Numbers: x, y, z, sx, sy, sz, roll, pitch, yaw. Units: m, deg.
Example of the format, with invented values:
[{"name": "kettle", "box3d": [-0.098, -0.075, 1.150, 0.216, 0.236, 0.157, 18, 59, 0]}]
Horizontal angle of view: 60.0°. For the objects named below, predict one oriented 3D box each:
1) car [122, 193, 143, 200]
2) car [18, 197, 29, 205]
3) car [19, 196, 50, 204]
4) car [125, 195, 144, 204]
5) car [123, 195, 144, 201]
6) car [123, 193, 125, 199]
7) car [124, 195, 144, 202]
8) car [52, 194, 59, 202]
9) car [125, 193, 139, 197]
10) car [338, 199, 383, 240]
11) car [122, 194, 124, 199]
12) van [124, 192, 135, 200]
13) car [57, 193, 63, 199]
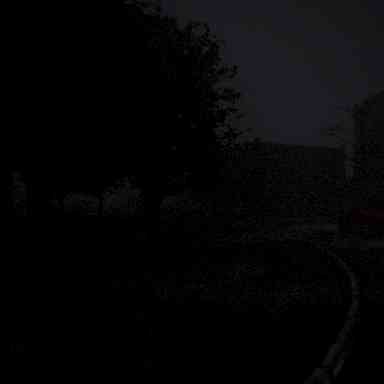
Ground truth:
[{"name": "car", "box3d": [-16.594, 1.301, 92.500, 5.566, 2.045, 2.435, 0, 0, -13]}, {"name": "car", "box3d": [-30.153, 1.471, 62.590, 4.553, 1.767, 2.185, 0, 0, -13]}, {"name": "car", "box3d": [-30.829, 1.588, 65.269, 5.008, 1.535, 2.097, 0, 0, -13]}, {"name": "car", "box3d": [-10.182, 1.751, 65.450, 4.792, 1.488, 2.163, 0, 0, -13]}, {"name": "car", "box3d": [-15.718, 1.572, 89.724, 5.366, 1.575, 1.946, 0, 0, -13]}, {"name": "car", "box3d": [-13.302, 1.536, 78.871, 4.553, 1.767, 2.185, 0, 0, -13]}, {"name": "car", "box3d": [-14.609, 1.619, 84.275, 4.892, 1.521, 2.231, 0, 0, -13]}, {"name": "car", "box3d": [-32.745, 1.546, 73.320, 4.892, 1.521, 2.231, 0, 0, -13]}, {"name": "car", "box3d": [-11.377, 1.585, 70.753, 4.553, 1.767, 2.185, 0, 0, -13]}, {"name": "car", "box3d": [10.339, 1.390, 18.149, 2.150, 2.045, 5.566, 1, 0, -7]}, {"name": "car", "box3d": [-14.008, 1.638, 81.689, 5.008, 1.535, 2.097, 0, 0, -13]}, {"name": "van", "box3d": [-12.191, 1.472, 73.548, 4.442, 1.987, 1.878, 0, 0, -13]}, {"name": "car", "box3d": [-34.041, 1.254, 78.677, 5.566, 2.045, 2.435, 0, 0, -13]}]
